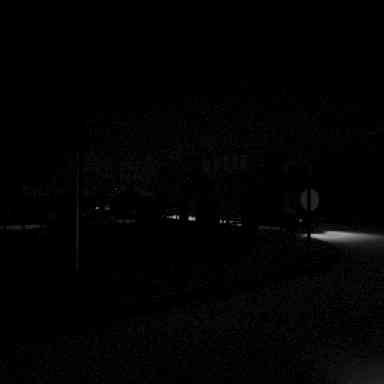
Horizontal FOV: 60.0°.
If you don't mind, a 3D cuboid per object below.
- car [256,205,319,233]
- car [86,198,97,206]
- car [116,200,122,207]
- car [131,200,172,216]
[{"bbox_3d":[5.317,1.526,20.135,1.812,1.442,4.674,0,0,-36],"label":"car"},{"bbox_3d":[-15.857,1.564,49.970,1.994,1.385,4.181,0,0,-35],"label":"car"},{"bbox_3d":[-10.083,1.547,48.961,2.033,1.411,5.357,0,0,-37],"label":"car"},{"bbox_3d":[-3.671,1.492,32.718,2.128,1.511,4.902,0,0,-35],"label":"car"}]
